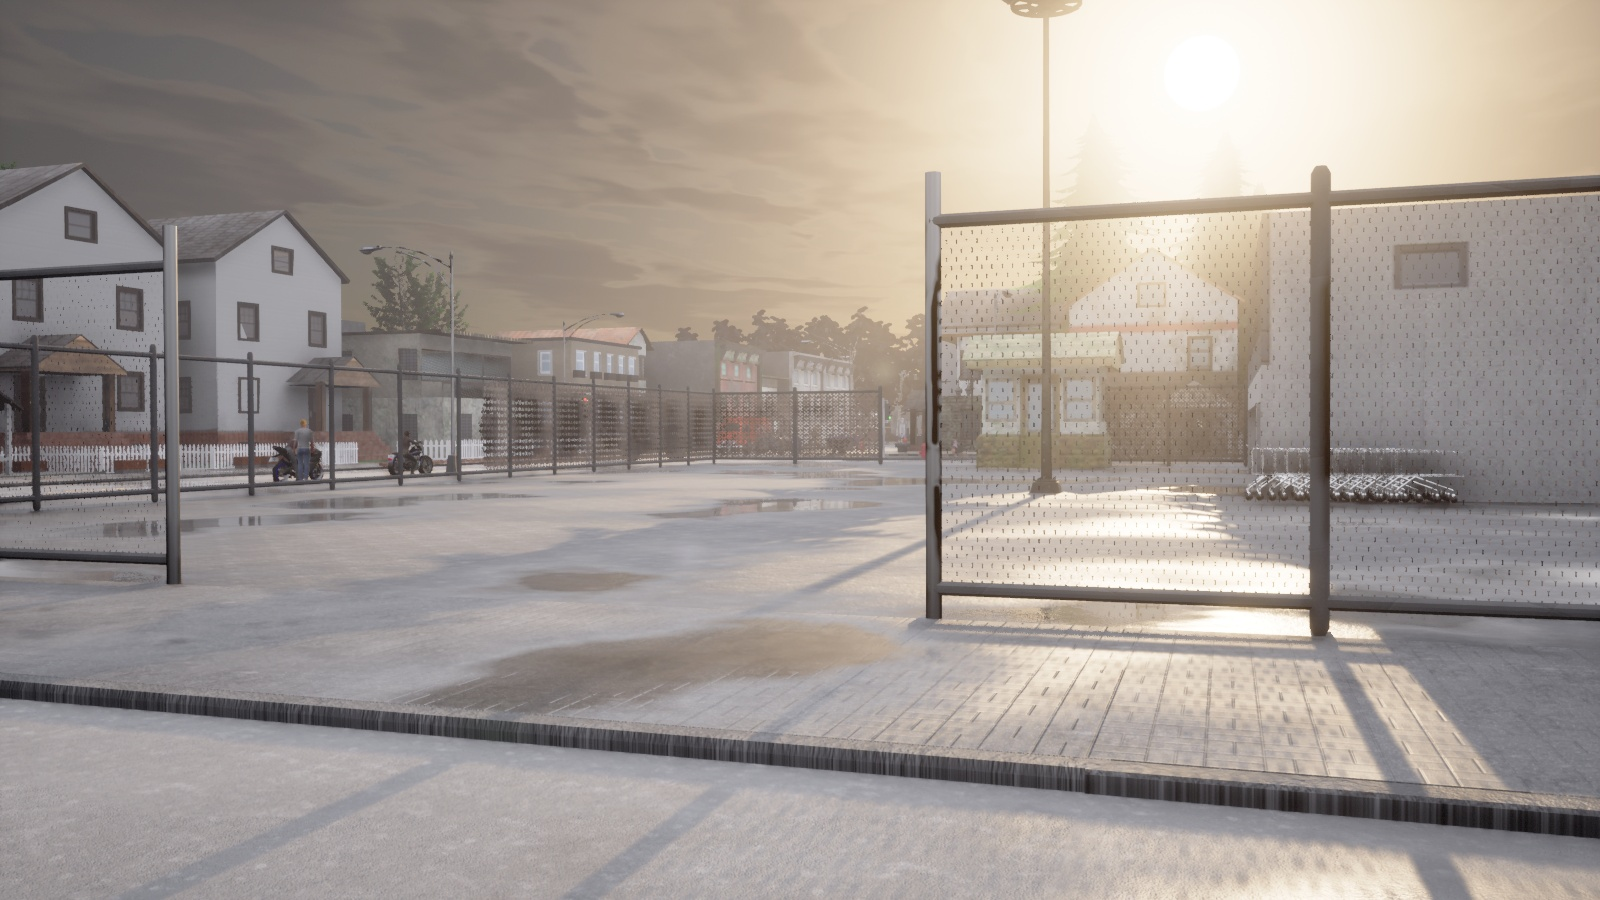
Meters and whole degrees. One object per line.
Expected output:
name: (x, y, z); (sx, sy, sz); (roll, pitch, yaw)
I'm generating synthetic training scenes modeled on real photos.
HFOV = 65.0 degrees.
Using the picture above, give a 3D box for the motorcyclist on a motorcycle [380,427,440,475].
motorcyclist on a motorcycle: (-13.768, 0.014, 44.441); (0.766, 1.649, 2.350); (1, 1, 20)

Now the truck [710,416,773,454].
truck: (-3.927, -1.049, 85.792); (2.627, 2.467, 5.204); (1, 1, 18)

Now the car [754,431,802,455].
car: (-1.382, -0.460, 80.863); (1.816, 1.474, 4.193); (1, 1, 19)

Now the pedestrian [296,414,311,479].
pedestrian: (-14.268, -0.098, 36.068); (0.354, 1.836, 0.706); (0, 1, -25)

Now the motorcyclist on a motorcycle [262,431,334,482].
motorcyclist on a motorcycle: (-15.574, 0.178, 39.026); (0.866, 1.530, 2.191); (1, 1, 19)

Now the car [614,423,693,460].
car: (-7.606, -0.447, 64.998); (3.866, 1.878, 1.905); (0, 1, -13)
